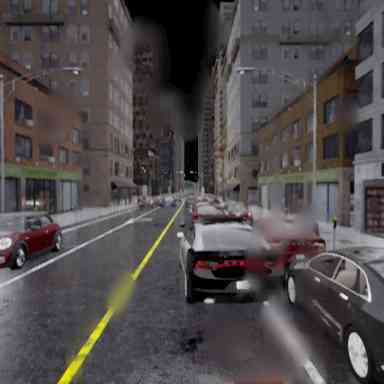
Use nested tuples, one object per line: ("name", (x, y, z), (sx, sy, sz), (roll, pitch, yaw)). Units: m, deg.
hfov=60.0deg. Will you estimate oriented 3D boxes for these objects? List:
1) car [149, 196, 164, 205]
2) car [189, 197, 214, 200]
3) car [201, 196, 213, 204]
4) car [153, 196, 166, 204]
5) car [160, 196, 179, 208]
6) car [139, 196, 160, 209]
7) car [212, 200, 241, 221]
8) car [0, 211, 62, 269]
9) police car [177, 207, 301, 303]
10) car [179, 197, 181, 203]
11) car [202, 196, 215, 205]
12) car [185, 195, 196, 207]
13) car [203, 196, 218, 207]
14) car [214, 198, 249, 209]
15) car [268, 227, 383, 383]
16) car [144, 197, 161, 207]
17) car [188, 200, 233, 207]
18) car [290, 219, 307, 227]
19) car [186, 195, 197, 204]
("car", (-5.810, 1.389, 54.701), (2.008, 1.369, 4.403), (-1, 0, 0))
("car", (0.884, 1.400, 24.261), (1.882, 1.535, 5.008), (0, 0, 0))
("car", (2.711, 1.368, 60.212), (1.887, 1.381, 4.507), (-1, 0, 0))
("car", (-5.814, 1.368, 60.206), (1.887, 1.381, 4.507), (-1, 0, 0))
("car", (-3.120, 1.391, 44.221), (1.812, 1.442, 4.674), (0, 0, 0))
("car", (-5.804, 1.307, 43.690), (1.967, 1.590, 4.097), (-1, 0, 0))
("car", (2.734, 1.458, 27.181), (1.887, 1.381, 4.507), (-1, 0, 0))
("car", (-5.781, 1.404, 10.659), (1.967, 1.590, 4.097), (-1, 0, 0))
("police car", (0.679, 1.396, 8.310), (1.930, 1.638, 5.238), (0, 0, -5))
("car", (-3.042, 1.378, 63.885), (1.994, 1.385, 4.181), (0, 0, 0))
("car", (2.715, 1.383, 54.707), (1.887, 1.381, 4.507), (-1, 0, 0))
("car", (-0.005, 1.349, 47.030), (2.128, 1.511, 4.902), (0, 0, 0))
("car", (2.719, 1.397, 49.201), (1.887, 1.381, 4.507), (-1, 0, 0))
("car", (2.736, 1.370, 21.676), (1.967, 1.590, 4.097), (-1, 0, 0))
("car", (2.749, 1.533, 5.160), (2.008, 1.369, 4.403), (-1, 0, 0))
("car", (-5.806, 1.418, 49.196), (1.947, 1.339, 4.313), (-1, 0, 0))
("car", (0.888, 1.418, 18.262), (1.882, 1.535, 5.008), (0, 0, 0))
("car", (2.745, 1.509, 10.666), (1.887, 1.381, 4.507), (-1, 0, 0))
("car", (-0.040, 1.332, 58.833), (1.837, 1.490, 4.892), (0, 0, 0))
